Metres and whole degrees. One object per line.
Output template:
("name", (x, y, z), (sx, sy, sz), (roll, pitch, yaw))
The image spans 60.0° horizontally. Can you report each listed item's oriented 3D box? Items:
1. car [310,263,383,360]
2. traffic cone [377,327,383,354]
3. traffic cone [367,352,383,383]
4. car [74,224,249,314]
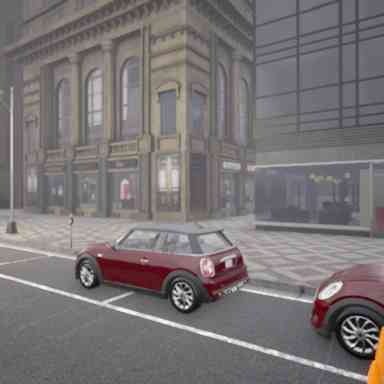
("car", (3.779, 1.440, 4.481), (4.097, 1.590, 1.967), (0, 0, 35))
("traffic cone", (2.362, 1.955, 4.081), (0.340, 0.580, 0.340), (0, 0, 35))
("traffic cone", (1.795, 1.955, 3.257), (0.340, 0.580, 0.340), (0, 0, 35))
("car", (-0.866, 1.440, 7.676), (4.097, 1.590, 1.967), (0, 0, 35))
